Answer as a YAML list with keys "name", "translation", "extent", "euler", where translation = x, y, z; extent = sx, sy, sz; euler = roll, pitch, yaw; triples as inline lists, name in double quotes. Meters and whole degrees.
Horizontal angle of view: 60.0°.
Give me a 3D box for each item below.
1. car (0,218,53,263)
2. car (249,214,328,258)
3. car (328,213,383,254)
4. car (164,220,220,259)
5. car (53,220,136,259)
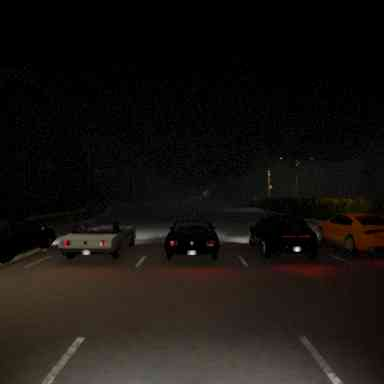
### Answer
- name: "car"
  translation: [-6.991, 1.686, 12.492]
  extent: [2.033, 1.411, 5.357]
  euler: [0, -1, 0]
- name: "car"
  translation: [3.520, 1.656, 13.485]
  extent: [1.837, 1.490, 4.892]
  euler: [0, 0, 0]
- name: "car"
  translation: [7.027, 1.634, 14.219]
  extent: [1.882, 1.535, 5.008]
  euler: [0, 0, 0]
- name: "car"
  translation: [0.016, 1.747, 13.226]
  extent: [1.895, 1.301, 4.718]
  euler: [0, -1, 0]
- name: "car"
  translation: [-3.484, 1.747, 13.226]
  extent: [1.895, 1.301, 4.718]
  euler: [0, -1, 0]
